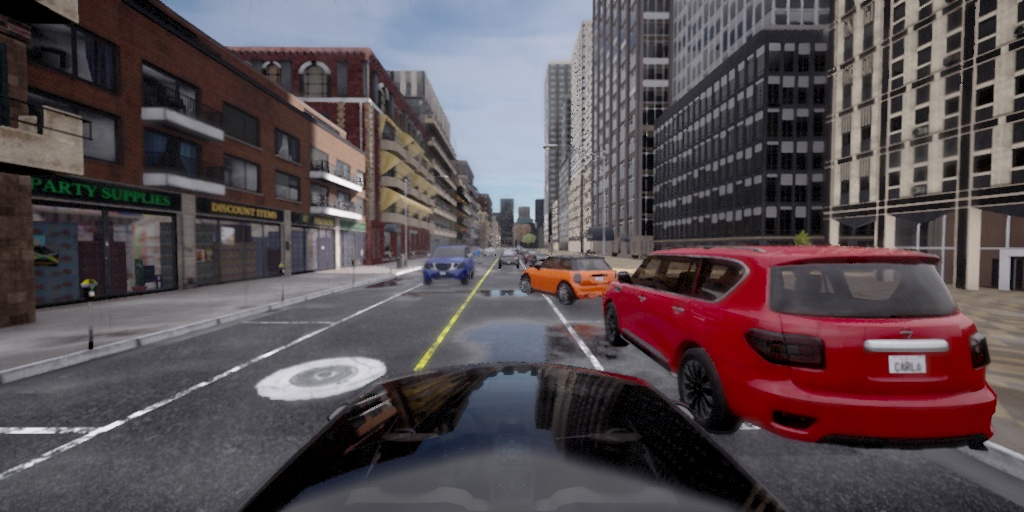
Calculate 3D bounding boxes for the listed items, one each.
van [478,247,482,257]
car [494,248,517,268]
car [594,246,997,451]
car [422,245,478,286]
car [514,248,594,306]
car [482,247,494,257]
[{"bbox_3d":[-6.393,-0.754,61.726,1.690,1.789,3.998,0,0,-1],"label":"van"},{"bbox_3d":[-0.280,0.280,32.679,2.128,1.511,4.902,0,2,-1],"label":"car"},{"bbox_3d":[3.065,0.858,5.493,2.150,2.045,5.566,0,2,-1],"label":"car"},{"bbox_3d":[-3.310,0.410,19.746,2.150,2.045,5.566,0,1,-1],"label":"car"},{"bbox_3d":[2.049,0.721,13.804,2.097,1.767,4.553,-1,2,-23],"label":"car"},{"bbox_3d":[-3.697,-0.748,61.122,1.812,1.442,4.674,0,2,-1],"label":"car"}]
